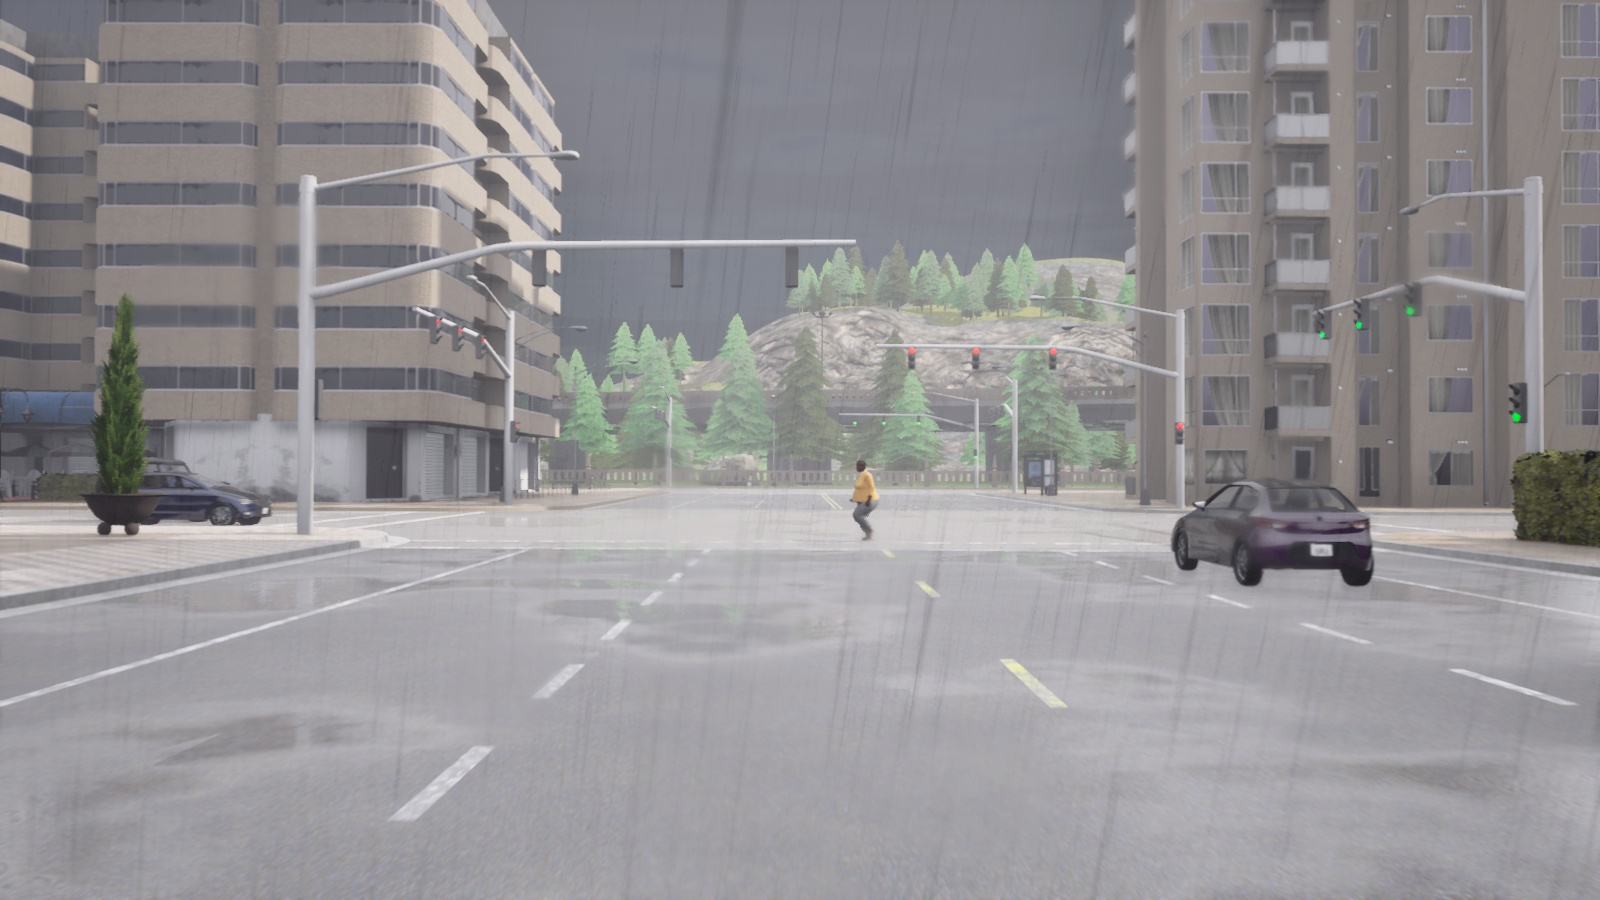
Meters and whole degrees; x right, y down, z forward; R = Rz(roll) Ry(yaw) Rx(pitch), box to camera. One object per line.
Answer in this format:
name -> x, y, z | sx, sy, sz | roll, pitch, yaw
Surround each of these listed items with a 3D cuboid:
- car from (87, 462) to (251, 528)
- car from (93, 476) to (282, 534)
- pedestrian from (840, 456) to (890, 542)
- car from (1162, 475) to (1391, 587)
car -> -18.626, 1.307, 37.187 | 3.866, 1.878, 1.905 | 0, -1, 0
car -> -16.349, 1.457, 33.663 | 4.193, 1.474, 1.816 | 0, -1, 1
pedestrian -> 1.422, 1.056, 27.458 | 0.900, 1.855, 0.874 | 0, -1, -11
car -> 6.956, 1.116, 18.837 | 1.816, 1.474, 4.193 | 0, -1, 0
